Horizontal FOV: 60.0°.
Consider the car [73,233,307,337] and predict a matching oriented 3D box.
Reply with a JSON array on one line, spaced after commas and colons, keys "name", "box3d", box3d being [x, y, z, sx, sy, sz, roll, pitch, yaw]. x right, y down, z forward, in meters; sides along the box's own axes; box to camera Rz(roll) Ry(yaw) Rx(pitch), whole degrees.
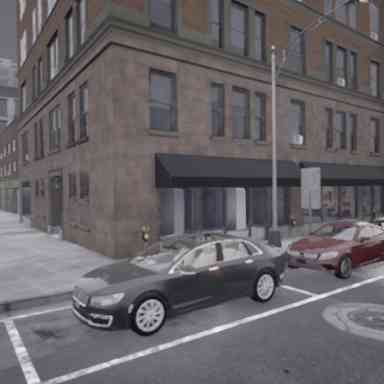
[{"name": "car", "box3d": [-0.029, 1.531, 6.524, 4.403, 1.369, 2.008, 0, 0, -36]}]

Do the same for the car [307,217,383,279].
[{"name": "car", "box3d": [4.515, 1.534, 9.769, 4.206, 1.307, 1.802, 0, 0, -36]}]
